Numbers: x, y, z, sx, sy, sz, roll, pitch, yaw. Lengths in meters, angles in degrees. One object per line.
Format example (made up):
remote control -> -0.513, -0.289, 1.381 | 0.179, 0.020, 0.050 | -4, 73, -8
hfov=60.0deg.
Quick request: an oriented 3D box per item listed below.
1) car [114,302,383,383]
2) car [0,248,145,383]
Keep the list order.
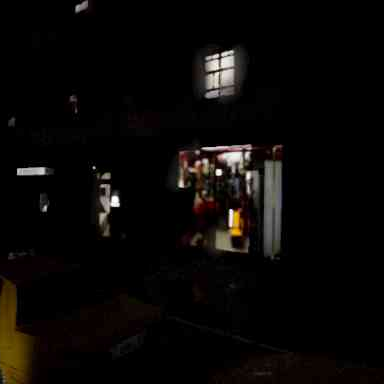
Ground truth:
car -> 1.993, 1.537, 1.457 | 4.829, 1.417, 1.752 | 1, 1, 35
car -> -2.519, 1.465, 4.642 | 4.829, 1.417, 1.752 | 1, 1, 35
